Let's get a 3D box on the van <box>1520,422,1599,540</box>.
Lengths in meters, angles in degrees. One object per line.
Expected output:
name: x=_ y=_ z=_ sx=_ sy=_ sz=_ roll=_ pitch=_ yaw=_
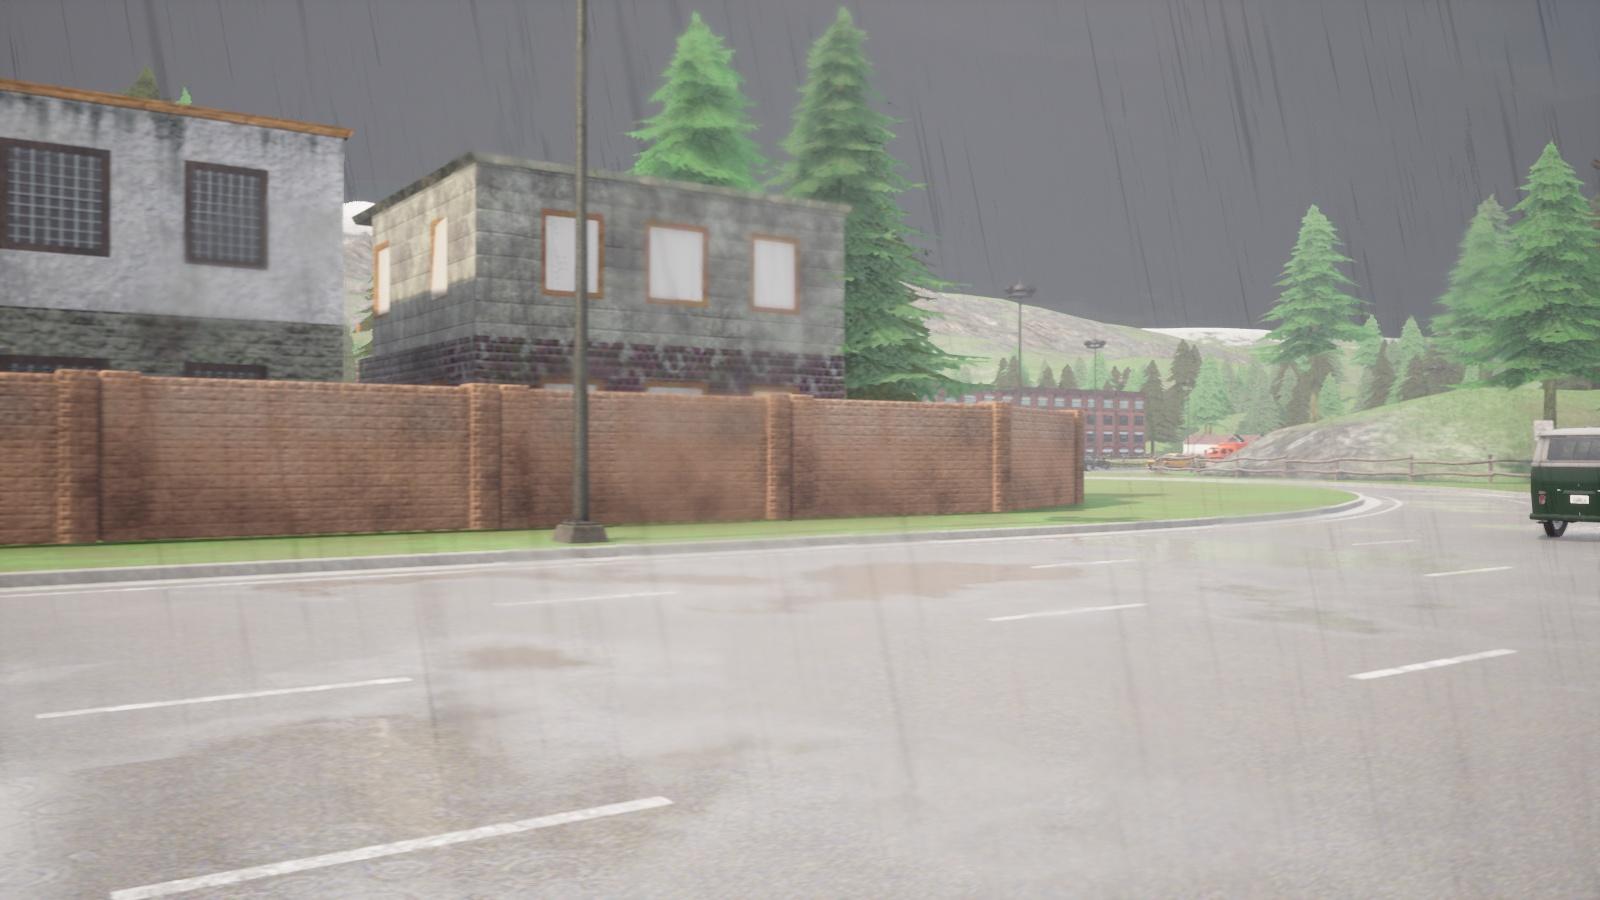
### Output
van: x=15.011 y=0.521 z=22.638 sx=4.442 sy=1.987 sz=1.775 roll=0 pitch=0 yaw=-35
